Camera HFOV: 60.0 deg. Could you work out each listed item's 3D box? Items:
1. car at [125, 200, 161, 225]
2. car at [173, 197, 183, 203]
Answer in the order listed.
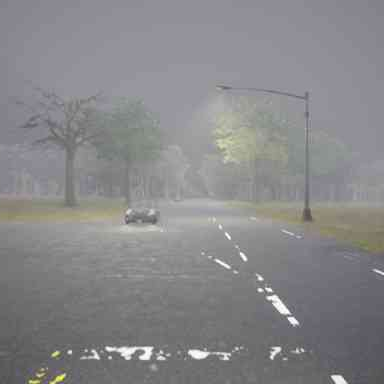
[{"bbox_3d":[-3.424,1.352,23.976,2.097,1.767,4.553,1,-1,0],"label":"car"},{"bbox_3d":[-3.166,1.772,76.372,1.994,1.385,4.181,0,0,4],"label":"car"}]
